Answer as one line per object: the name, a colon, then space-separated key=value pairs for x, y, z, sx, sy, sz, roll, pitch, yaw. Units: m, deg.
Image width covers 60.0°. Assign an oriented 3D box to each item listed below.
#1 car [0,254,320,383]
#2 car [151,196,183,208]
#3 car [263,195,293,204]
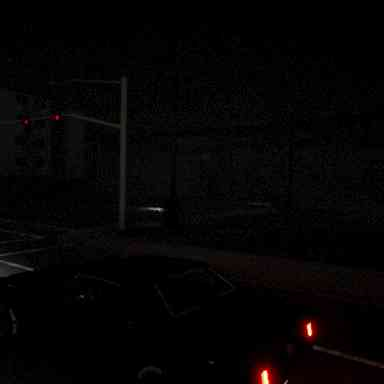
car: x=-0.900 y=1.568 z=4.603 sx=4.718 sy=1.301 sz=1.895 roll=1 pitch=0 yaw=36
car: x=-2.890 y=1.148 z=39.441 sx=1.994 sy=1.385 sz=4.181 roll=2 pitch=1 yaw=35
car: x=14.129 y=1.195 z=54.644 sx=4.892 sy=1.490 sz=1.837 roll=1 pitch=1 yaw=-17
